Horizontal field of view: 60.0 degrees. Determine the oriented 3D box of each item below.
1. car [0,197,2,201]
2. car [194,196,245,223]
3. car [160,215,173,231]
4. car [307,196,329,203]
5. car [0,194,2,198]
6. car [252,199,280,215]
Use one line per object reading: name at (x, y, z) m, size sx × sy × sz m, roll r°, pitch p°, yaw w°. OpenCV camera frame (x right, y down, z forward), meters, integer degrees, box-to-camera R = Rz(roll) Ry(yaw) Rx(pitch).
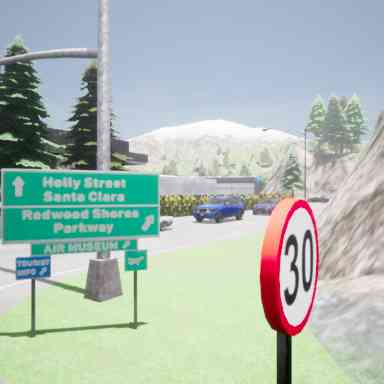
car at (-12.436, 1.504, 26.016) m, size 1.905 × 1.878 × 3.866 m, roll 0°, pitch 0°, yaw 35°
car at (2.405, 1.413, 27.890) m, size 2.150 × 2.045 × 5.566 m, roll 0°, pitch 0°, yaw 36°
car at (-3.277, 1.792, 20.032) m, size 1.895 × 1.301 × 4.718 m, roll 0°, pitch 0°, yaw 36°
car at (28.278, 1.717, 74.712) m, size 2.128 × 1.511 × 4.902 m, roll 0°, pitch 0°, yaw -42°
car at (-38.765, 1.489, 69.883) m, size 4.514 × 1.523 × 2.007 m, roll 0°, pitch 0°, yaw 35°
car at (8.316, 1.543, 36.049) m, size 2.097 × 1.767 × 4.553 m, roll 0°, pitch 0°, yaw 36°
